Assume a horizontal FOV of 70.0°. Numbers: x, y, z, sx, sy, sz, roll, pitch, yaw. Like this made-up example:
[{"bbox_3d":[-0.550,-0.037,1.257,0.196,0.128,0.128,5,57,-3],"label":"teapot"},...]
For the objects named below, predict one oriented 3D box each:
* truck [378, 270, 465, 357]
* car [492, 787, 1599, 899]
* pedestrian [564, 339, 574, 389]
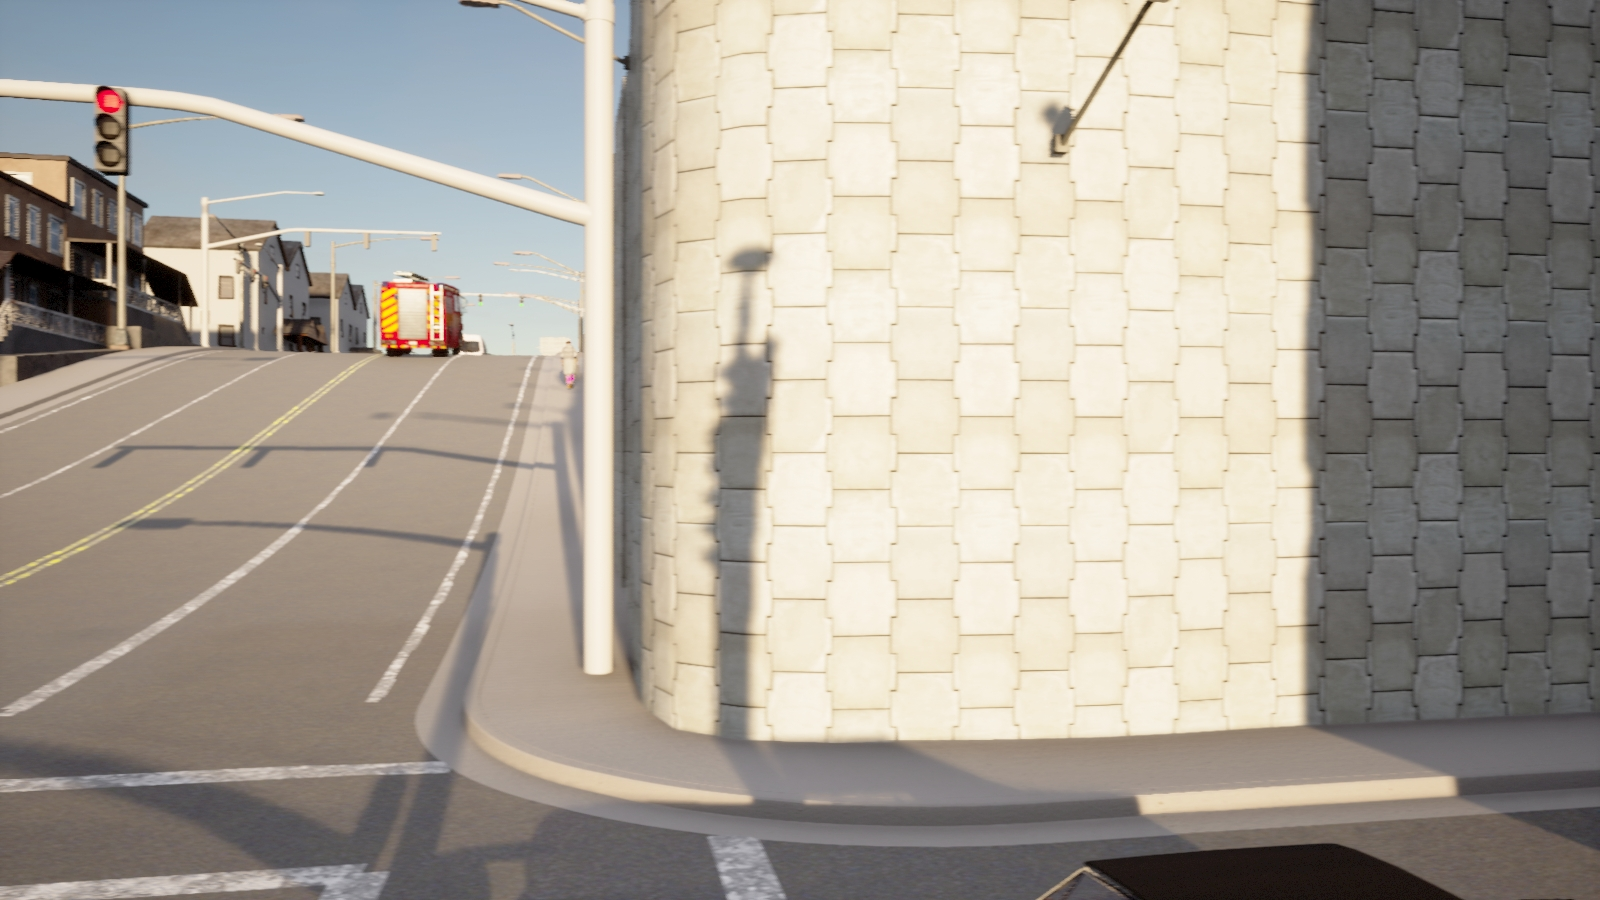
[{"bbox_3d":[-18.214,-6.526,55.532,2.891,3.827,8.468,0,5,-11],"label":"truck"},{"bbox_3d":[1.375,2.159,3.772,4.718,1.301,1.895,0,0,-10],"label":"car"},{"bbox_3d":[-8.714,-3.240,43.101,0.375,1.860,0.375,0,0,-11],"label":"pedestrian"}]
